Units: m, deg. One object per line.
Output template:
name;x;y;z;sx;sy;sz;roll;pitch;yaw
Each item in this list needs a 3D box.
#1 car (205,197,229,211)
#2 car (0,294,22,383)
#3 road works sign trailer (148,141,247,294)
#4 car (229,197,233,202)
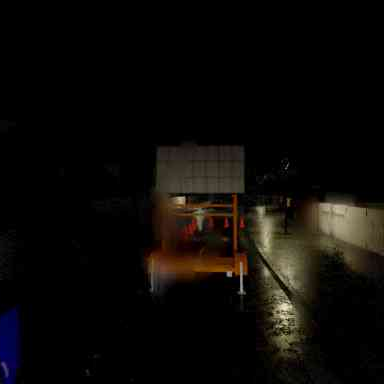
car;3.066;1.630;43.263;2.033;1.411;5.357;0;0;14
car;-2.753;1.478;1.410;1.882;1.535;5.008;0;0;2
road works sign trailer;0.228;0.470;8.849;2.380;3.560;2.880;0;0;5
car;8.854;1.801;80.259;1.895;1.301;4.718;0;0;2
